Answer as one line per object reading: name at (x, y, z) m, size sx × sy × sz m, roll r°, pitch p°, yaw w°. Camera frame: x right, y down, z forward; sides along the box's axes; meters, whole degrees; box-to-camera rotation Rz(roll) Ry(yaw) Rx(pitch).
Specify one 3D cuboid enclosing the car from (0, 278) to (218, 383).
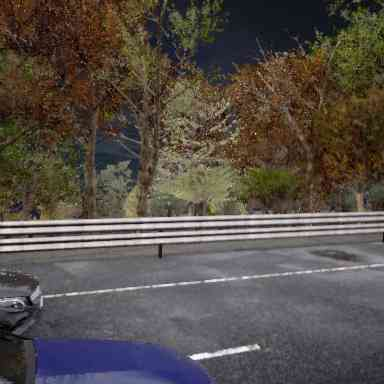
car at (-1.981, 1.525, 1.843) m, size 4.674 × 1.442 × 1.812 m, roll 0°, pitch 0°, yaw -19°

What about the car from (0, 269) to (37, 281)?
car at (-4.642, 1.524, 4.617) m, size 4.674 × 1.442 × 1.812 m, roll 0°, pitch 0°, yaw -19°
